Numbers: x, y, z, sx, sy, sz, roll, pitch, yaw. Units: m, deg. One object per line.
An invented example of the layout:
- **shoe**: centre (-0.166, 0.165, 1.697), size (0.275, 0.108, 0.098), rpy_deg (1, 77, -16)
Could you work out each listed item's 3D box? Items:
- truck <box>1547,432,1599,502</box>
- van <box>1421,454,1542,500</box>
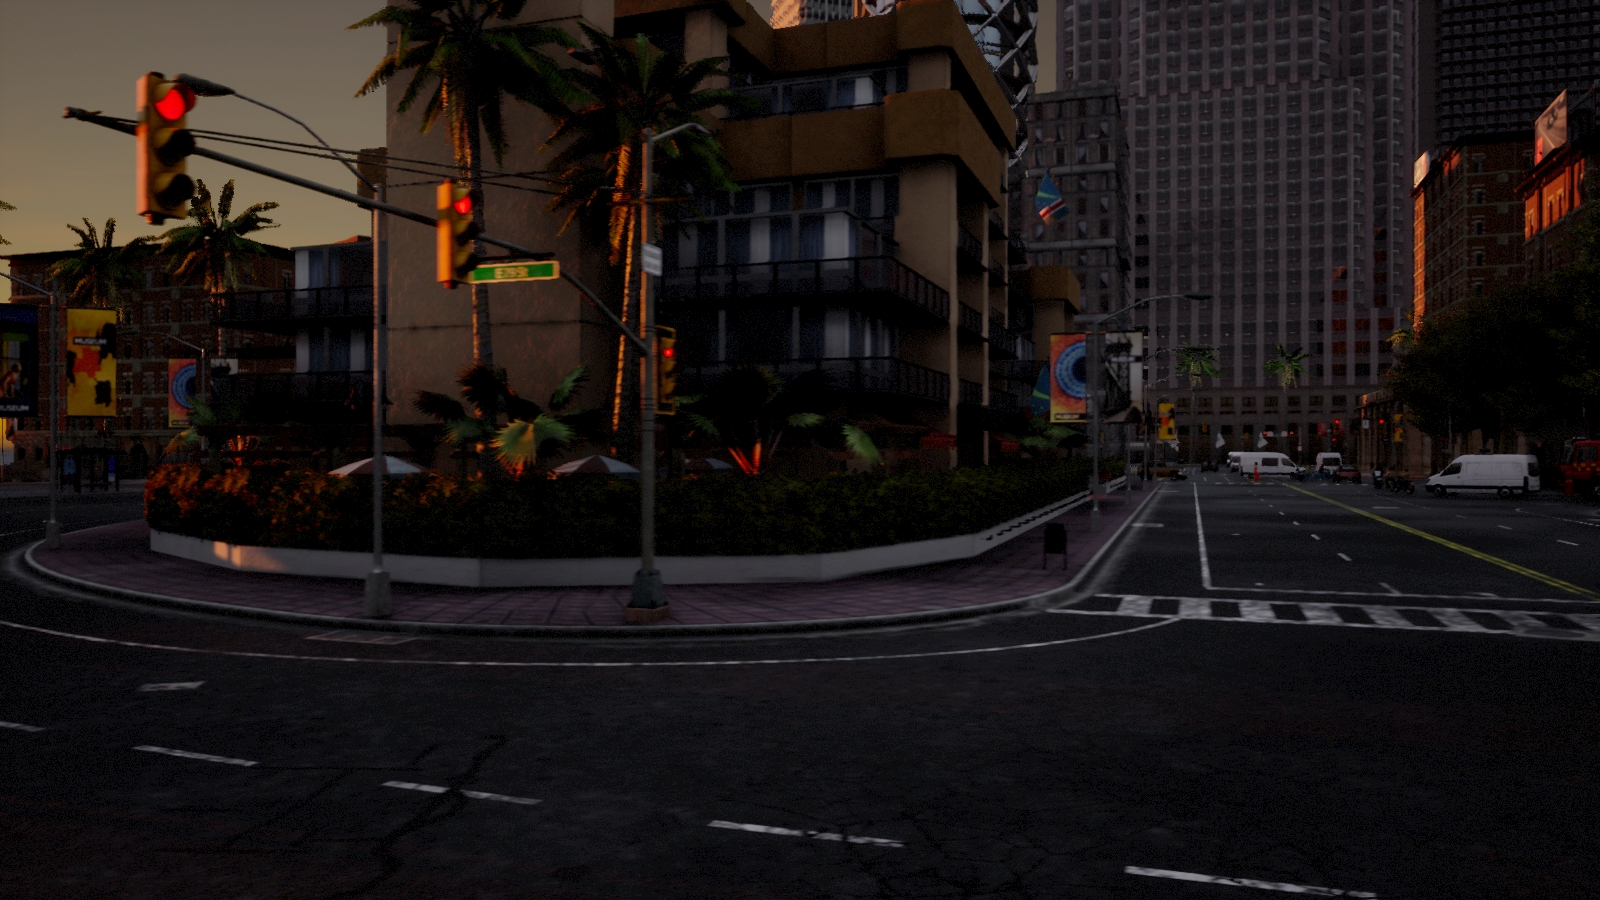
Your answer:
- **truck**: centre (46.146, 0.909, 62.606), size (8.468, 3.827, 2.891), rpy_deg (0, 0, 26)
- **van**: centre (40.528, 1.552, 68.100), size (1.988, 2.561, 5.915), rpy_deg (0, 0, -37)
